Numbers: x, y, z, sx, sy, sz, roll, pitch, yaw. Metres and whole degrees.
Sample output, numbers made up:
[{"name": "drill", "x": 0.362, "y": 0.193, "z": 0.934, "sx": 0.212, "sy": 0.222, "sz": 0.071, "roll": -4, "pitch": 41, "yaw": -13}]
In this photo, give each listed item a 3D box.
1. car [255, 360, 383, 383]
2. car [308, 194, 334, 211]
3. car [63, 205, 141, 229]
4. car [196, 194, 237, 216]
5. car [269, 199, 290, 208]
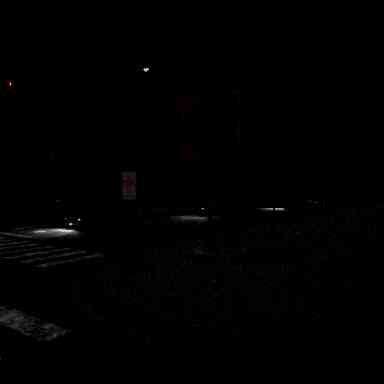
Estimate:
[{"name": "car", "x": 2.143, "y": 1.551, "z": 1.314, "sx": 4.403, "sy": 1.369, "sz": 2.008, "roll": 0, "pitch": 0, "yaw": 36}, {"name": "car", "x": 16.396, "y": 1.311, "z": 42.158, "sx": 2.150, "sy": 2.045, "sz": 5.566, "roll": 0, "pitch": 0, "yaw": 35}, {"name": "car", "x": -5.836, "y": 1.568, "z": 22.358, "sx": 2.033, "sy": 1.411, "sz": 5.357, "roll": 0, "pitch": 0, "yaw": 35}, {"name": "car", "x": 2.620, "y": 1.270, "z": 34.296, "sx": 2.150, "sy": 2.045, "sz": 5.566, "roll": 0, "pitch": 0, "yaw": 35}, {"name": "car", "x": 12.840, "y": 1.654, "z": 48.601, "sx": 1.994, "sy": 1.385, "sz": 4.181, "roll": 0, "pitch": 0, "yaw": 36}]
